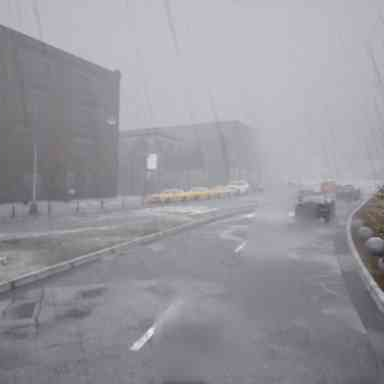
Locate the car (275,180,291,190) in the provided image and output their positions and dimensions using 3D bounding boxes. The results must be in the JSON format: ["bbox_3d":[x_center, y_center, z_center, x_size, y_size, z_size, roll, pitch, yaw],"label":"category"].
[{"bbox_3d":[17.811,-1.204,67.268,2.231,1.521,4.892,1,3,31],"label":"car"}]

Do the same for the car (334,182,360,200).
[{"bbox_3d":[18.416,-0.058,38.983,2.097,1.767,4.553,1,3,31],"label":"car"}]

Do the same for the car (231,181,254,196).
[{"bbox_3d":[6.449,-0.583,48.281,2.435,2.045,5.566,1,3,31],"label":"car"}]

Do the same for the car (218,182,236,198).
[{"bbox_3d":[3.465,-0.105,43.314,1.946,1.575,5.366,1,3,31],"label":"car"}]

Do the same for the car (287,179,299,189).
[{"bbox_3d":[20.628,-1.673,71.964,2.435,2.045,5.566,1,3,31],"label":"car"}]

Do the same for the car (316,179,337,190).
[{"bbox_3d":[19.913,-0.575,47.753,2.150,2.045,5.566,1,3,31],"label":"car"}]

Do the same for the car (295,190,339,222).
[{"bbox_3d":[7.800,0.913,20.849,1.882,1.535,5.008,1,3,28],"label":"car"}]

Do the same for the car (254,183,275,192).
[{"bbox_3d":[12.116,-0.738,57.766,2.163,1.488,4.792,1,3,31],"label":"car"}]

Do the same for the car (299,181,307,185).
[{"bbox_3d":[25.417,-1.794,80.080,2.231,1.521,4.892,1,3,32],"label":"car"}]

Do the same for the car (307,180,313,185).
[{"bbox_3d":[28.993,-2.068,85.942,1.946,1.575,5.366,1,3,31],"label":"car"}]

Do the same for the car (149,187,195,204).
[{"bbox_3d":[-2.215,0.333,33.848,1.946,1.575,5.366,1,3,31],"label":"car"}]

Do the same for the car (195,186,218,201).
[{"bbox_3d":[0.629,0.113,38.577,1.946,1.575,5.366,1,3,31],"label":"car"}]

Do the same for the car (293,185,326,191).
[{"bbox_3d":[12.628,0.262,35.679,1.837,1.490,4.892,1,1,31],"label":"car"}]
